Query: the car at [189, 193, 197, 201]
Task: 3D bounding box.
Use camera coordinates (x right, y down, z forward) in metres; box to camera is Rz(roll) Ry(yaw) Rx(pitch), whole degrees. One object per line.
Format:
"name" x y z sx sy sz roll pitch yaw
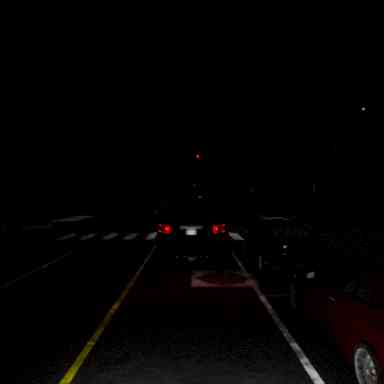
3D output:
"car" 0.318 1.269 85.352 2.097 1.767 4.553 0 0 0

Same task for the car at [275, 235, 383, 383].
"car" 2.667 1.586 4.730 1.802 1.307 4.206 0 0 0

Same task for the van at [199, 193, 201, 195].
"van" 2.907 1.410 67.651 1.690 1.788 3.998 0 0 0

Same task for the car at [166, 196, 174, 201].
"car" -5.543 1.626 84.686 1.887 1.381 4.507 0 0 0

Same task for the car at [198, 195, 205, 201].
"car" 2.693 1.542 91.160 1.801 1.575 5.366 0 0 0

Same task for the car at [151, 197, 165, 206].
"car" -5.668 1.624 56.346 1.947 1.339 4.313 0 0 0

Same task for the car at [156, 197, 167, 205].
"car" -5.643 1.645 62.014 1.802 1.307 4.206 0 0 0

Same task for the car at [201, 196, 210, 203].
"car" 2.933 1.599 73.489 1.752 1.417 4.829 0 0 0

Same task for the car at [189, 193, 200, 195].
"car" 0.273 1.291 74.992 2.150 2.045 5.566 0 0 0

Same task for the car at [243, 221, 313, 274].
"car" 2.666 1.561 10.324 2.008 1.369 4.403 0 0 0

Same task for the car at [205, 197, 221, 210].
"car" 2.808 1.486 44.974 1.967 1.590 4.097 0 0 0

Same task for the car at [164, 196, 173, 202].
"car" -5.568 1.643 79.019 1.947 1.339 4.313 0 0 0

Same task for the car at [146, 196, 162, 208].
"car" -5.693 1.492 50.678 1.967 1.590 4.097 0 0 0

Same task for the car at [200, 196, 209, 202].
"car" 2.957 1.628 78.989 2.008 1.369 4.403 0 0 0

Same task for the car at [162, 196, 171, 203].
"car" -5.594 1.598 73.180 1.752 1.417 4.829 0 0 0

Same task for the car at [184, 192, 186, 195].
"car" -2.708 1.218 79.563 2.128 1.511 4.902 0 0 0

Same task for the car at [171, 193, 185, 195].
"car" -2.798 1.543 64.182 1.882 1.535 5.008 0 0 1

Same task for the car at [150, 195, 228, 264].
"car" 0.070 1.230 11.967 2.150 2.045 5.566 0 0 2

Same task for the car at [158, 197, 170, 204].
"car" -5.618 1.634 67.682 1.947 1.339 4.313 0 0 0

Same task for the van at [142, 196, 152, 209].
"van" -5.718 1.387 45.009 1.690 1.788 3.998 0 0 0
